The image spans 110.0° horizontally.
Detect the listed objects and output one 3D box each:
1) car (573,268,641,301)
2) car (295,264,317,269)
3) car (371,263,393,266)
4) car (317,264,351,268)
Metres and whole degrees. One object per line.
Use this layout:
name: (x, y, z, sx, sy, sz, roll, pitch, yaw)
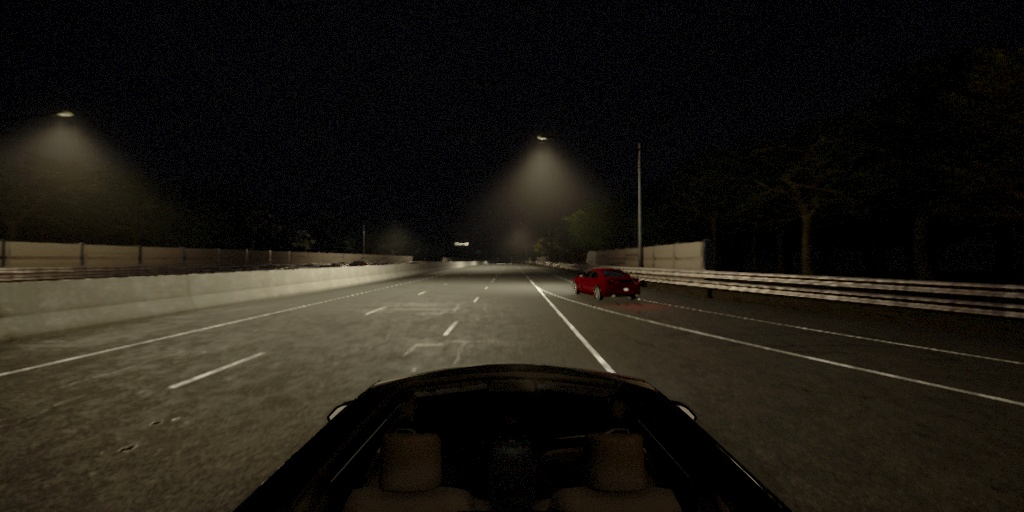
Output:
car: (4.724, 1.382, 18.619, 1.882, 1.535, 5.008, 0, 0, -10)
car: (-28.078, 1.786, 50.068, 1.895, 1.301, 4.718, 0, -1, 0)
car: (-17.595, 1.714, 50.193, 1.812, 1.442, 4.674, 0, -1, 0)
car: (-24.587, 1.746, 49.667, 1.994, 1.385, 4.181, 0, 0, 0)
